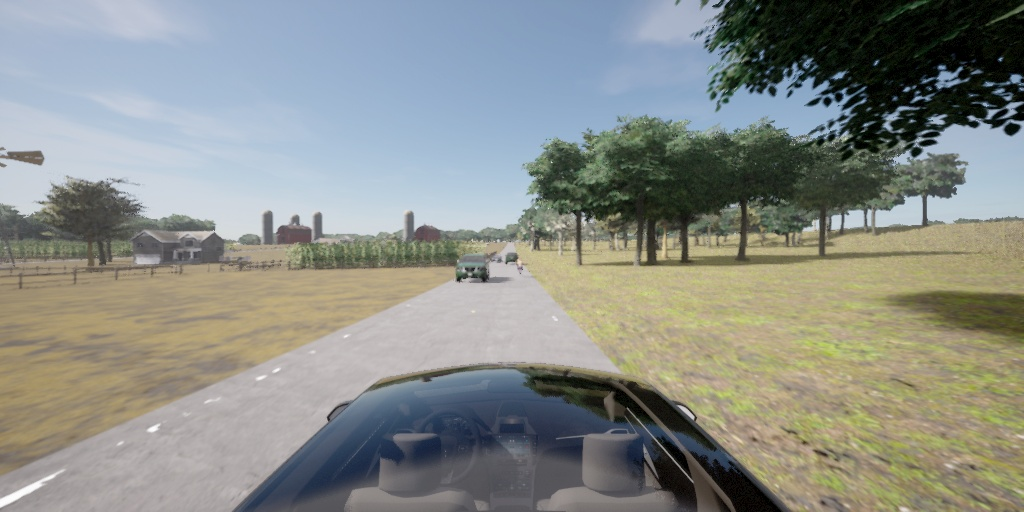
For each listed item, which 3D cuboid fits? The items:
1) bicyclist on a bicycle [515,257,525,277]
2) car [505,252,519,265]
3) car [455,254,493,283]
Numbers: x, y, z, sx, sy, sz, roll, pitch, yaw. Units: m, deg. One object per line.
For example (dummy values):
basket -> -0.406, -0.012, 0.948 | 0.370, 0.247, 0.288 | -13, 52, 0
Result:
bicyclist on a bicycle -> 0.720, 1.015, 31.053 | 0.866, 1.612, 1.509 | 0, 1, 0
car -> -0.009, 0.355, 59.571 | 2.150, 2.045, 5.566 | 0, 1, 1
car -> -2.859, 0.852, 27.081 | 2.150, 2.045, 5.566 | 0, 1, 0
